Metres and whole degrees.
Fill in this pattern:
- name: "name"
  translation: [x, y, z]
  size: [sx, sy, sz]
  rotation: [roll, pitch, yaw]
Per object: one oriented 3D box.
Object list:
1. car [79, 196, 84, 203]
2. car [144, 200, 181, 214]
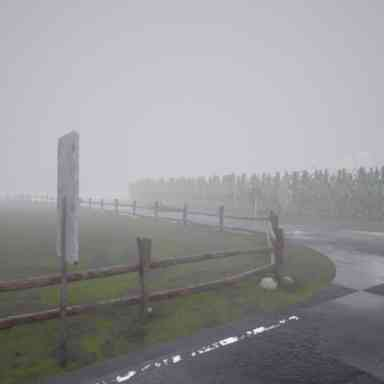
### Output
- name: "car"
  translation: [-20.970, 1.316, 59.615]
  size: [1.895, 1.301, 4.718]
  rotation: [1, 0, -34]
- name: "car"
  translation: [-3.157, 1.455, 33.917]
  size: [1.895, 1.301, 4.718]
  rotation: [1, 0, -35]
